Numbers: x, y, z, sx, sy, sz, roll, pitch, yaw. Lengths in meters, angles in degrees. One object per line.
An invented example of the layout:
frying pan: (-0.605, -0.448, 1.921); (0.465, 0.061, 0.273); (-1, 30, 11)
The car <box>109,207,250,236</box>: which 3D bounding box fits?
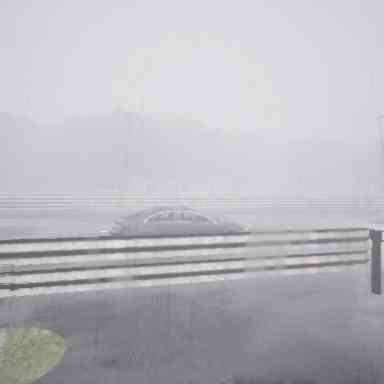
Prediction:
car: (-0.337, 1.272, 11.514); (4.902, 1.511, 2.128); (0, 1, -17)
